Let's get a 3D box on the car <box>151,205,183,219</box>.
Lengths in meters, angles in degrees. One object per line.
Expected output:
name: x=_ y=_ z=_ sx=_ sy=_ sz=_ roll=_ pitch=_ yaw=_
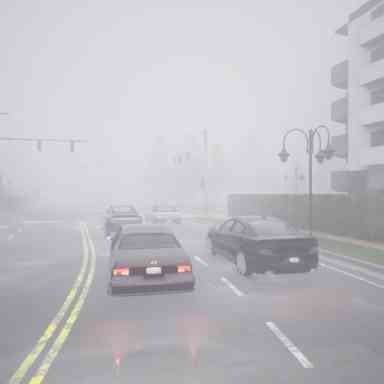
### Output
car: x=-2.159 y=1.601 z=23.775 sx=1.895 sy=1.301 sz=4.718 roll=0 pitch=0 yaw=-17

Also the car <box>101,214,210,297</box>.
car: x=-1.269 y=1.547 z=8.813 sx=2.033 sy=1.411 sz=5.357 roll=0 pitch=0 yaw=-12

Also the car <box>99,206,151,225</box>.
car: x=-3.918 y=1.492 z=18.190 sx=2.128 sy=1.511 sz=4.902 roll=0 pitch=0 yaw=-19

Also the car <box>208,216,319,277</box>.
car: x=1.891 y=1.477 z=10.410 sx=1.882 sy=1.535 sz=5.008 roll=0 pitch=0 yaw=-13
